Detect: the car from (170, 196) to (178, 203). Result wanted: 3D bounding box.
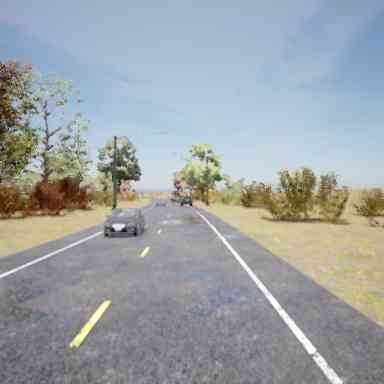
[{"bbox_3d":[-3.838,2.041,83.775,1.994,1.385,4.181,0,0,-5],"label":"car"}]

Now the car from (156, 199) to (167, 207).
[{"bbox_3d":[-5.621,2.040,61.073,1.812,1.442,4.674,0,0,-3],"label":"car"}]

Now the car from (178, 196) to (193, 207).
[{"bbox_3d":[-1.036,1.755,63.864,2.150,2.045,5.566,0,0,-4],"label":"car"}]

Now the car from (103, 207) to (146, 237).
[{"bbox_3d":[-3.837,1.675,19.533,2.128,1.511,4.902,0,-1,-1],"label":"car"}]
